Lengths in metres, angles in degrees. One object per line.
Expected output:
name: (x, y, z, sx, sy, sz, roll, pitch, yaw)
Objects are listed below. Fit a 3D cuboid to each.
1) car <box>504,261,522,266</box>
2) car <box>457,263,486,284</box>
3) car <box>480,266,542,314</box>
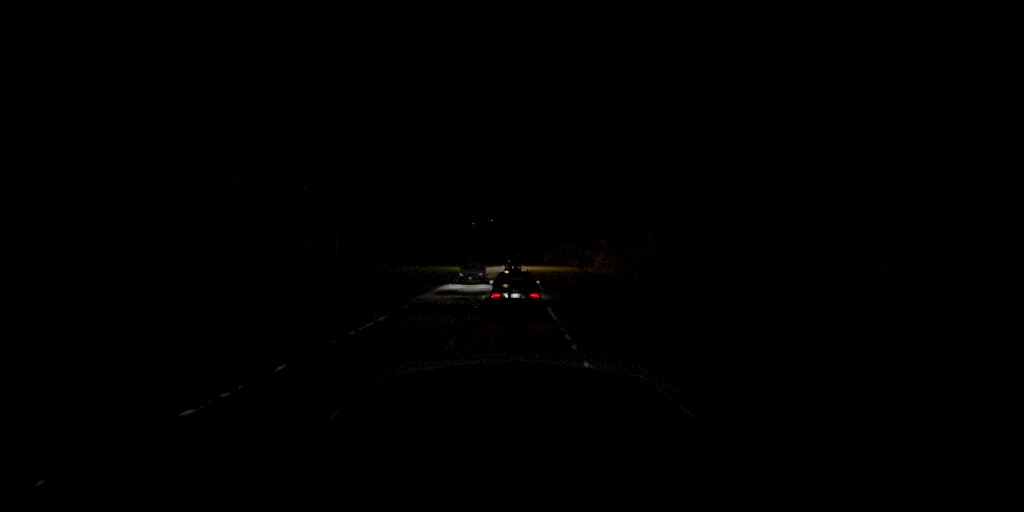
car: (0.102, 1.220, 39.865, 2.033, 1.411, 5.357, 0, 0, 0)
car: (-2.843, 1.229, 26.702, 1.812, 1.442, 4.674, 0, 0, 0)
car: (0.102, 1.276, 13.627, 2.033, 1.411, 5.357, 0, 0, 0)
